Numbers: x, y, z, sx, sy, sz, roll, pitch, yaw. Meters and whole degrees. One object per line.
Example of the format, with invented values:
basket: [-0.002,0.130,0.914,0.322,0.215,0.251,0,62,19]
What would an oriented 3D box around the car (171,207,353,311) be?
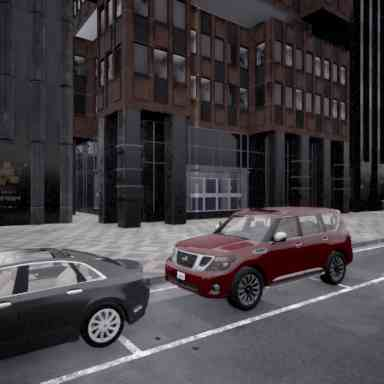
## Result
car: [1.831,1.314,7.951,5.009,1.841,2.192,0,0,-35]

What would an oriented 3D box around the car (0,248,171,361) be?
car: [-2.737,1.551,4.695,4.403,1.369,2.008,0,0,-35]
